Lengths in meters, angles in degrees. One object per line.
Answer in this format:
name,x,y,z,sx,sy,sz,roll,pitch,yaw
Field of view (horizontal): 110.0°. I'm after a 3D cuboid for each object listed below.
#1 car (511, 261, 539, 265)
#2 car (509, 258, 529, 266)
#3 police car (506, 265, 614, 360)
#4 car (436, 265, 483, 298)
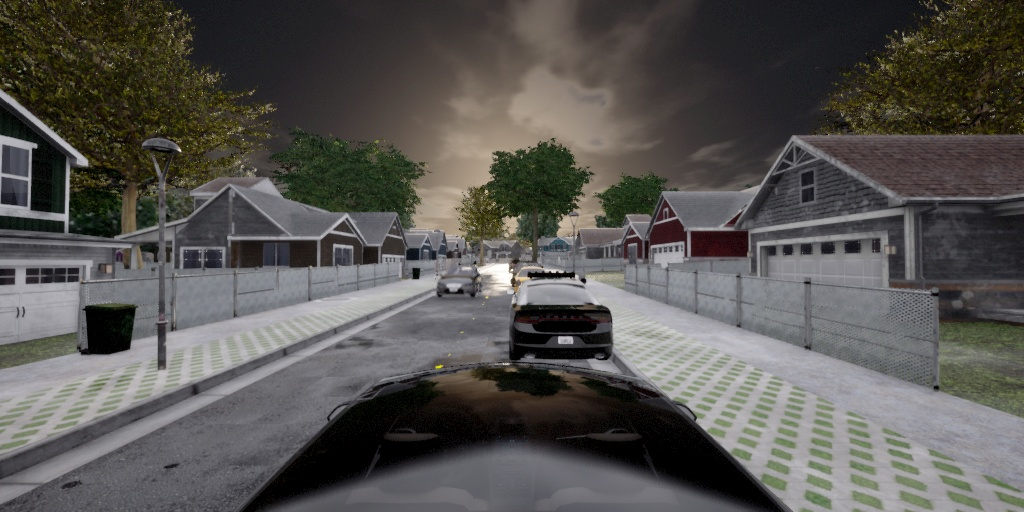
car,1.006,1.204,18.539,1.801,1.575,5.366,0,0,1
car,1.064,1.097,24.319,2.097,1.767,4.553,0,0,1
police car,0.905,1.176,8.457,1.930,1.638,5.238,0,0,1
car,-2.572,1.240,18.400,2.128,1.511,4.902,0,0,1
